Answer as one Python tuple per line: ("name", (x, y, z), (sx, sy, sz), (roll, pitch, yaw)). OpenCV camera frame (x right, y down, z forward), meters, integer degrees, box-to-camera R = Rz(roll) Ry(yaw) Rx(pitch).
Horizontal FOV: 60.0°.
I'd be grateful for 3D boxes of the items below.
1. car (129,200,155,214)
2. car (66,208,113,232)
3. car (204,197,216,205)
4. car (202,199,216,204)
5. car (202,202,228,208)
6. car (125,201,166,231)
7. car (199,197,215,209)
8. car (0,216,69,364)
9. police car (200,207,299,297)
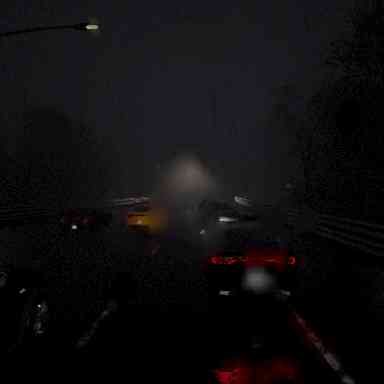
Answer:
("car", (-5.401, 1.615, 36.751), (1.895, 1.301, 4.718), (0, 0, 4))
("car", (-6.271, 1.604, 20.237), (1.895, 1.301, 4.718), (0, 0, 2))
("car", (3.373, 1.593, 60.820), (2.033, 1.411, 5.357), (0, 0, 6))
("car", (1.858, 1.512, 24.451), (1.837, 1.490, 4.892), (0, 0, 3))
("car", (1.598, 1.530, 18.533), (1.812, 1.442, 4.674), (0, 0, 2))
("car", (-2.744, 1.481, 20.623), (1.882, 1.535, 5.008), (0, 0, 2))
("car", (2.079, 1.588, 45.249), (1.994, 1.385, 4.181), (0, 0, 5))
("car", (-3.293, 1.355, 3.534), (2.097, 1.767, 4.553), (0, 0, 2))
("police car", (1.267, 1.426, 8.773), (1.930, 1.638, 5.238), (0, 0, 2))
